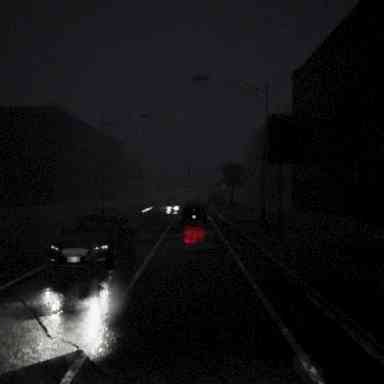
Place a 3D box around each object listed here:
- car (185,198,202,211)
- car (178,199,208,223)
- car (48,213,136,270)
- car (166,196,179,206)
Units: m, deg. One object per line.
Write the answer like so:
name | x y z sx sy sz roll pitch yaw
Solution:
car | 0.155 1.512 41.359 1.994 1.385 4.181 0 0 0
car | 0.135 1.496 25.527 1.837 1.490 4.892 0 -1 0
car | -3.087 1.500 11.144 2.128 1.511 4.902 0 0 0
car | -3.001 1.389 52.336 2.128 1.511 4.902 0 0 0
